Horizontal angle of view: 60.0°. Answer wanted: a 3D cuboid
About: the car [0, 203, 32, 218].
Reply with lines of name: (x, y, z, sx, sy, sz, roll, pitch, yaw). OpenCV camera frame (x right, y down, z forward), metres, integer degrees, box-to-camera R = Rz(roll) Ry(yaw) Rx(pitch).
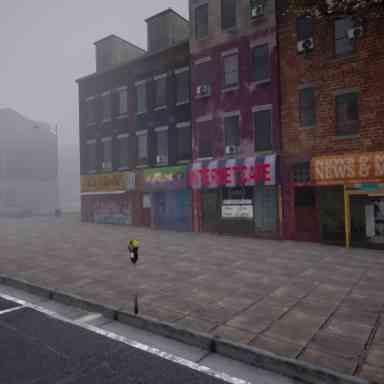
car: (-16.249, 1.631, 28.974, 1.994, 1.385, 4.181, -2, -1, 36)
